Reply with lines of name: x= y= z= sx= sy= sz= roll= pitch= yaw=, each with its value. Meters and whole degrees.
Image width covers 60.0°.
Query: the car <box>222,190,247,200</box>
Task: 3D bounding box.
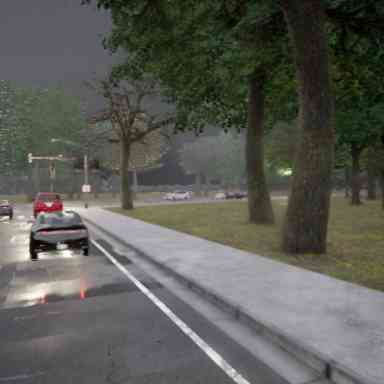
car: x=9.006 y=0.852 z=69.595 sx=1.882 sy=1.535 sz=5.008 roll=0 pitch=0 yaw=43

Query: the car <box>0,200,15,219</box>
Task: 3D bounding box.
car: x=-15.582 y=1.395 z=27.005 sx=2.128 sy=1.511 sz=4.902 roll=0 pitch=1 yaw=-30

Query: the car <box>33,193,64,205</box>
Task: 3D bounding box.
car: x=-11.962 y=1.096 z=27.725 sx=2.150 sy=2.045 sz=5.566 roll=-1 pitch=0 yaw=-24

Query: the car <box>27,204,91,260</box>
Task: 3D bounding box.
car: x=-4.964 y=1.441 z=12.357 sx=2.128 sy=1.511 sz=4.902 roll=-1 pitch=1 yaw=-24

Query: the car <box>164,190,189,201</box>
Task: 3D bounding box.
car: x=-2.951 y=0.725 z=66.303 sx=2.150 sy=2.045 sz=5.566 roll=0 pitch=1 yaw=43

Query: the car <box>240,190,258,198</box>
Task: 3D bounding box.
car: x=13.690 y=0.510 z=79.429 sx=2.097 sy=1.767 sz=4.553 roll=0 pitch=0 yaw=43

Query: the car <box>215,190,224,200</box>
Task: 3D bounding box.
car: x=6.886 y=0.901 z=72.089 sx=1.812 sy=1.442 sz=4.674 roll=0 pitch=0 yaw=43
